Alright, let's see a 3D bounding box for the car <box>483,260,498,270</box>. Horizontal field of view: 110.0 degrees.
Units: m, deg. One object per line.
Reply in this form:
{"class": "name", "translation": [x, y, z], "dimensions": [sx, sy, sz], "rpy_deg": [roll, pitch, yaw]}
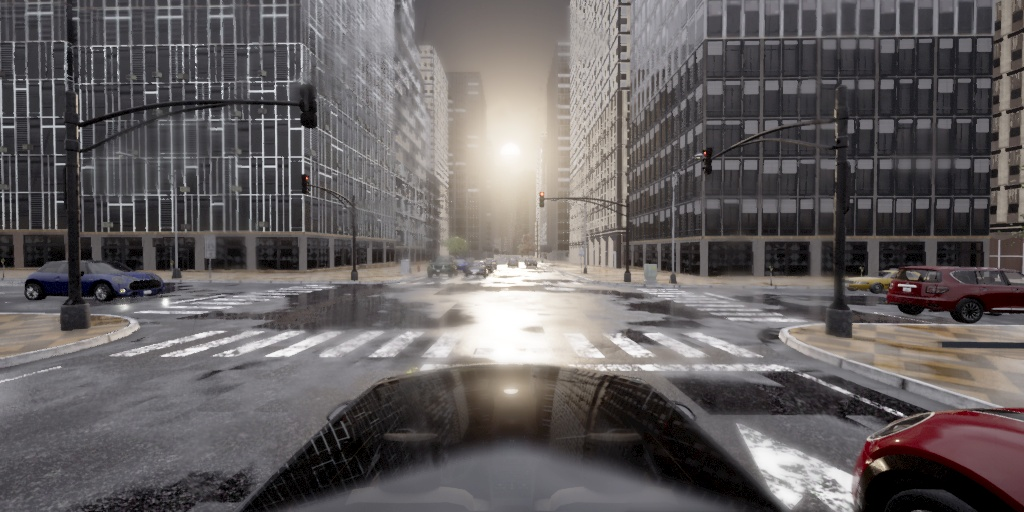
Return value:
{"class": "car", "translation": [-3.169, 1.263, 53.932], "dimensions": [2.033, 1.411, 5.357], "rpy_deg": [0, 0, 0]}

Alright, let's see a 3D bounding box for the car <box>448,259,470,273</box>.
{"class": "car", "translation": [-6.458, 1.203, 44.155], "dimensions": [1.882, 1.535, 5.008], "rpy_deg": [0, 0, 0]}

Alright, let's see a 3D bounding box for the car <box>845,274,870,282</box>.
{"class": "car", "translation": [21.865, 1.410, 20.795], "dimensions": [4.829, 1.417, 1.751], "rpy_deg": [0, 0, 1]}

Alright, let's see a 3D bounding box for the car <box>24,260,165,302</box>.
{"class": "car", "translation": [-18.150, 0.972, 15.750], "dimensions": [4.553, 1.767, 2.097], "rpy_deg": [1, 1, 3]}

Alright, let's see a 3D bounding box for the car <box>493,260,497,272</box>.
{"class": "car", "translation": [-3.212, 1.327, 43.229], "dimensions": [1.895, 1.301, 4.718], "rpy_deg": [0, 0, 0]}

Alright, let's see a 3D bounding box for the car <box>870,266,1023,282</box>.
{"class": "car", "translation": [16.226, 1.282, 12.529], "dimensions": [5.009, 1.841, 2.192], "rpy_deg": [0, 0, 1]}

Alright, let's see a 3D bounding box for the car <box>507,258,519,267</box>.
{"class": "car", "translation": [0.207, 1.269, 63.368], "dimensions": [1.994, 1.385, 4.181], "rpy_deg": [0, 0, 0]}

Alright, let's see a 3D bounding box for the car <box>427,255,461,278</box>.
{"class": "car", "translation": [-6.483, 0.955, 34.190], "dimensions": [2.150, 2.045, 5.566], "rpy_deg": [0, 0, 0]}

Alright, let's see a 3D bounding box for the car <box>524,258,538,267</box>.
{"class": "car", "translation": [3.458, 1.306, 63.386], "dimensions": [1.895, 1.301, 4.718], "rpy_deg": [0, 0, 0]}

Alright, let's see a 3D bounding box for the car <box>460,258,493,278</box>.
{"class": "car", "translation": [-3.241, 1.225, 33.947], "dimensions": [2.128, 1.511, 4.902], "rpy_deg": [0, 0, 1]}

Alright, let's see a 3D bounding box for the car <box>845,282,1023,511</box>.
{"class": "car", "translation": [3.253, 1.102, 0.415], "dimensions": [2.097, 1.767, 4.553], "rpy_deg": [0, 0, 0]}

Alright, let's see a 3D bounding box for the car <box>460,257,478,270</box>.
{"class": "car", "translation": [-6.416, 1.067, 53.823], "dimensions": [2.097, 1.767, 4.553], "rpy_deg": [0, 0, 0]}
